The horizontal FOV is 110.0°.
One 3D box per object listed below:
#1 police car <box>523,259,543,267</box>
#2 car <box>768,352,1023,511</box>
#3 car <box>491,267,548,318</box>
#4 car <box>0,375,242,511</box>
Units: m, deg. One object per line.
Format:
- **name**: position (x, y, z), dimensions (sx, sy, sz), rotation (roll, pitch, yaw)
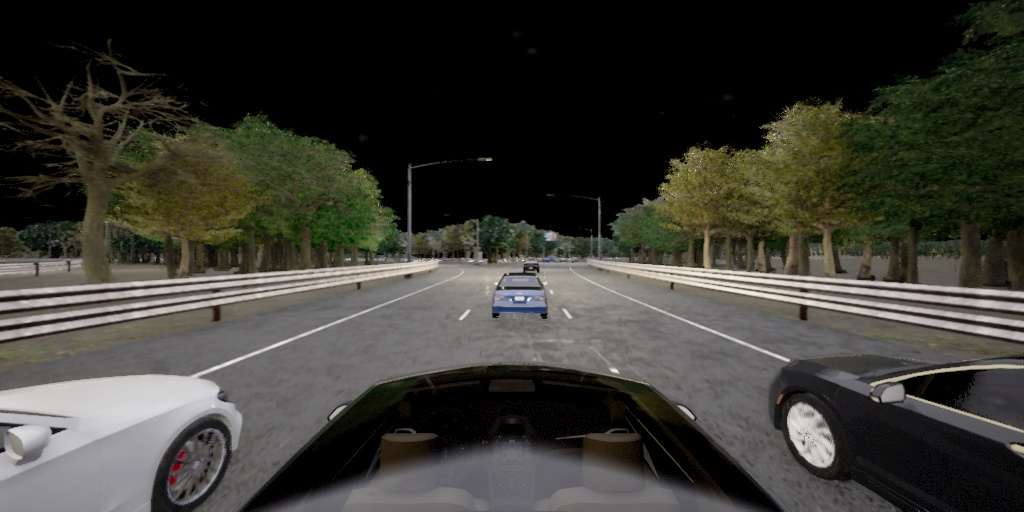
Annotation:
- **police car**: position (2.451, 1.178, 44.101), dimensions (1.930, 1.638, 5.238), rotation (0, 0, 6)
- **car**: position (3.631, 1.259, 1.820), dimensions (1.837, 1.490, 4.892), rotation (0, 0, 0)
- **car**: position (0.300, 1.298, 13.067), dimensions (2.033, 1.411, 5.357), rotation (0, 0, 2)
- **car**: position (-3.369, 1.272, 1.289), dimensions (1.812, 1.442, 4.674), rotation (0, 0, 0)
